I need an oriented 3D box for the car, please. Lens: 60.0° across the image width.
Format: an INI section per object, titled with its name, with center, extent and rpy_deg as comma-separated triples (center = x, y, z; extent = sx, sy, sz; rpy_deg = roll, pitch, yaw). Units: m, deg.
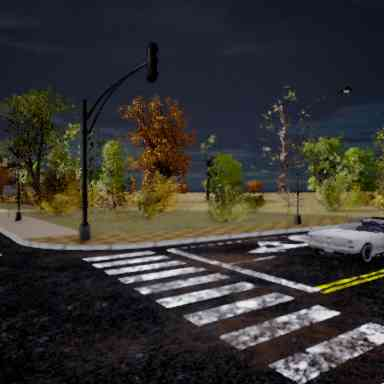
[car]
center = 6.299, 1.573, 11.851
extent = 4.718, 1.301, 1.895
rpy_deg = 0, 0, -31
